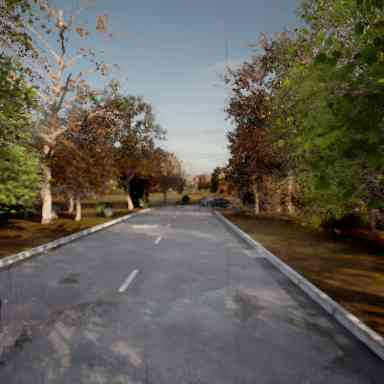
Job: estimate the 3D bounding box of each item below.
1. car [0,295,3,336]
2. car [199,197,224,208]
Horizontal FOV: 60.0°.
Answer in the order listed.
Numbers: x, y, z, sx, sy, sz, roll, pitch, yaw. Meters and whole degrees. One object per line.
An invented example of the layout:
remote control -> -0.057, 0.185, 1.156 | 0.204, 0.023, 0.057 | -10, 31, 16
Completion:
car -> -3.349, 1.513, 2.339 | 1.837, 1.490, 4.892 | 0, 0, 0
car -> 3.446, 1.611, 51.029 | 4.892, 1.490, 1.837 | 1, 0, -28
